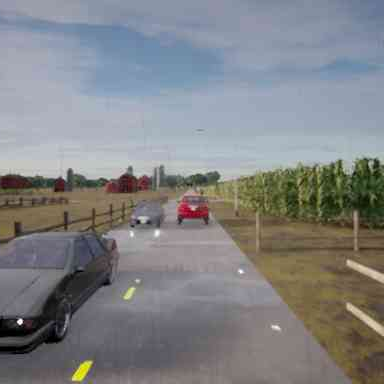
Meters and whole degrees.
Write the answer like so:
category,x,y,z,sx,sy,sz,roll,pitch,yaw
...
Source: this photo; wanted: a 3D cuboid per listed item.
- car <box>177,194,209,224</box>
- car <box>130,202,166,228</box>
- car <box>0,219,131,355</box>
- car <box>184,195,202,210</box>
category,x,y,z,sx,sy,sz,roll,pitch,yaw
car,0.098,1.175,24.449,2.150,2.045,5.566,0,0,0
car,-2.791,1.449,21.831,2.128,1.511,4.902,0,0,0
car,-2.818,1.534,6.671,2.033,1.411,5.357,0,0,0
car,0.101,1.267,42.215,2.097,1.767,4.553,0,0,0
